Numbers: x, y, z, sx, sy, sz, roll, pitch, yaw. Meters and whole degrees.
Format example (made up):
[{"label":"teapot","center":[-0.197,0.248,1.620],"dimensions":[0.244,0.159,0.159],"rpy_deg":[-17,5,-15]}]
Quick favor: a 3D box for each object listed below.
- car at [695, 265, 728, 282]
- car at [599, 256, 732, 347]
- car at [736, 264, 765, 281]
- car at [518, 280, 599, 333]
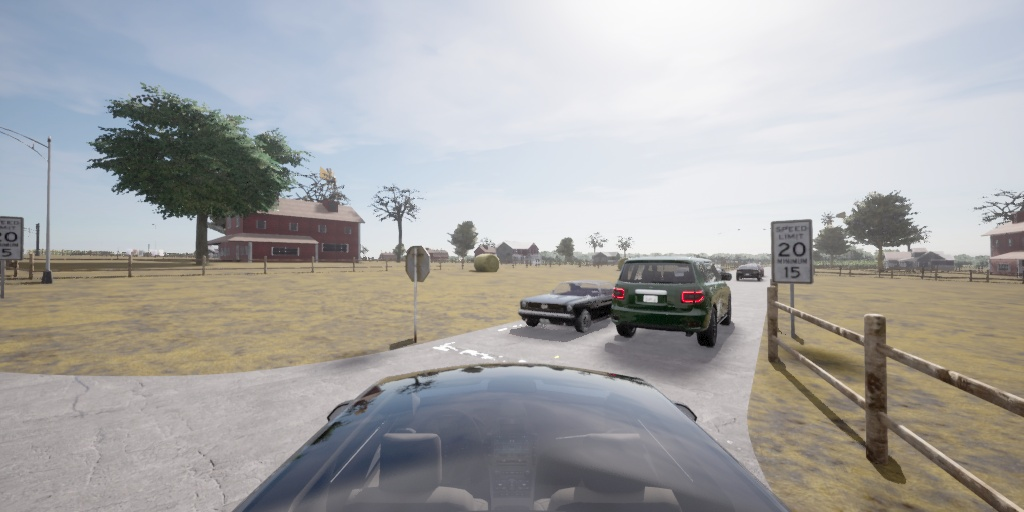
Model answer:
[{"label":"car","center":[19.306,1.600,34.582],"dimensions":[2.128,1.511,4.902],"rpy_deg":[-1,-1,37]},{"label":"car","center":[4.593,1.043,9.920],"dimensions":[2.150,2.045,5.566],"rpy_deg":[-1,-1,36]},{"label":"car","center":[23.036,1.567,34.813],"dimensions":[1.882,1.535,5.008],"rpy_deg":[-1,-1,37]},{"label":"car","center":[2.191,1.461,11.467],"dimensions":[1.895,1.301,4.718],"rpy_deg":[-1,-1,37]}]
